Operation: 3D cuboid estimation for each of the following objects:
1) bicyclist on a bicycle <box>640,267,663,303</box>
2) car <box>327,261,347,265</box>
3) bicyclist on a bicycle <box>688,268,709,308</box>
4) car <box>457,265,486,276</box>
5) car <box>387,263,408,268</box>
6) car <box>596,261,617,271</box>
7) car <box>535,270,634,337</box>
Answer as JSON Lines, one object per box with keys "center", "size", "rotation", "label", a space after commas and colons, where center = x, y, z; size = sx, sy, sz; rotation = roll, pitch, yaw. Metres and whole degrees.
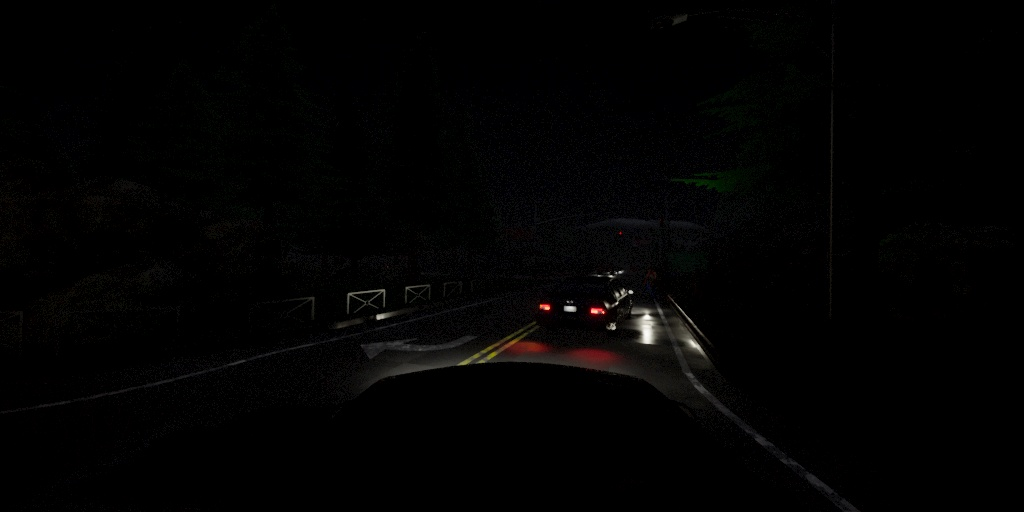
{"center": [6.444, 1.338, 16.492], "size": [1.656, 1.620, 0.582], "rotation": [1, -1, -31], "label": "bicyclist on a bicycle"}
{"center": [-24.495, 1.463, 51.998], "size": [5.357, 1.411, 2.033], "rotation": [1, -1, 23], "label": "car"}
{"center": [7.887, 1.351, 15.108], "size": [1.656, 1.620, 0.582], "rotation": [1, -1, -34], "label": "bicyclist on a bicycle"}
{"center": [-5.331, 1.751, 44.752], "size": [4.181, 1.385, 1.994], "rotation": [1, -1, 20], "label": "car"}
{"center": [-14.727, 1.616, 48.158], "size": [4.181, 1.385, 1.994], "rotation": [1, -1, 20], "label": "car"}
{"center": [13.672, 1.705, 52.285], "size": [2.150, 2.045, 5.566], "rotation": [1, -1, 20], "label": "car"}
{"center": [2.313, 1.275, 10.289], "size": [2.033, 1.411, 5.357], "rotation": [1, -1, 24], "label": "car"}
